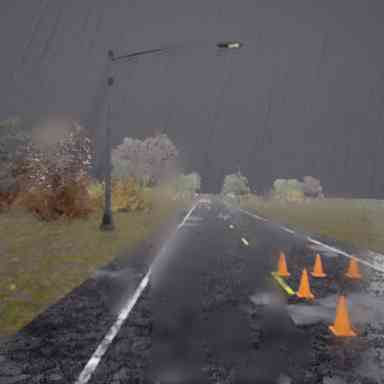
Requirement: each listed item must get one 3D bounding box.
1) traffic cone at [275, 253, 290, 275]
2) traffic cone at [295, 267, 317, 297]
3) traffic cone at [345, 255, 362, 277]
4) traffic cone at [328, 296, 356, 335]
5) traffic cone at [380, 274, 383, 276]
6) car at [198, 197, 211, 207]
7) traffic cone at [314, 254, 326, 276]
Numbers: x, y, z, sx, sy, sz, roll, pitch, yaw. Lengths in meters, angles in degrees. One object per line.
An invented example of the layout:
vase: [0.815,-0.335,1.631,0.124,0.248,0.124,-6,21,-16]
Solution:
traffic cone: [2.609,2.048,9.555,0.340,0.580,0.340,1,0,2]
traffic cone: [2.557,2.038,7.554,0.340,0.580,0.340,1,0,2]
traffic cone: [4.607,2.088,9.502,0.340,0.580,0.340,1,0,2]
traffic cone: [2.504,2.029,5.556,0.340,0.580,0.340,1,0,2]
traffic cone: [5.607,2.108,9.475,0.340,0.580,0.340,1,0,2]
car: [2.236,1.645,58.819,2.097,1.767,4.553,1,0,2]
traffic cone: [3.609,2.068,9.528,0.340,0.580,0.340,1,0,2]
